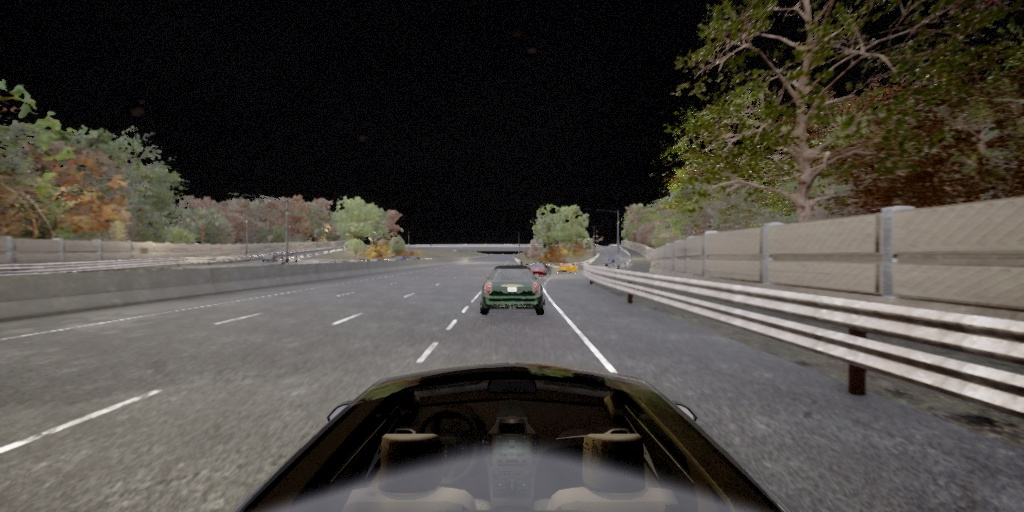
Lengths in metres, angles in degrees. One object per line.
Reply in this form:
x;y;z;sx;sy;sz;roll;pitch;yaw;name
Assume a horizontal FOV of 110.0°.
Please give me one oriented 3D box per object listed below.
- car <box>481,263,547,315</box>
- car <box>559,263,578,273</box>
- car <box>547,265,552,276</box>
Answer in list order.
0.018;1.110;13.796;2.097;1.767;4.553;0;0;0;car
8.454;1.774;53.306;1.882;1.535;5.008;0;-1;25;car
3.031;1.428;38.238;1.994;1.385;4.181;2;-2;15;car
